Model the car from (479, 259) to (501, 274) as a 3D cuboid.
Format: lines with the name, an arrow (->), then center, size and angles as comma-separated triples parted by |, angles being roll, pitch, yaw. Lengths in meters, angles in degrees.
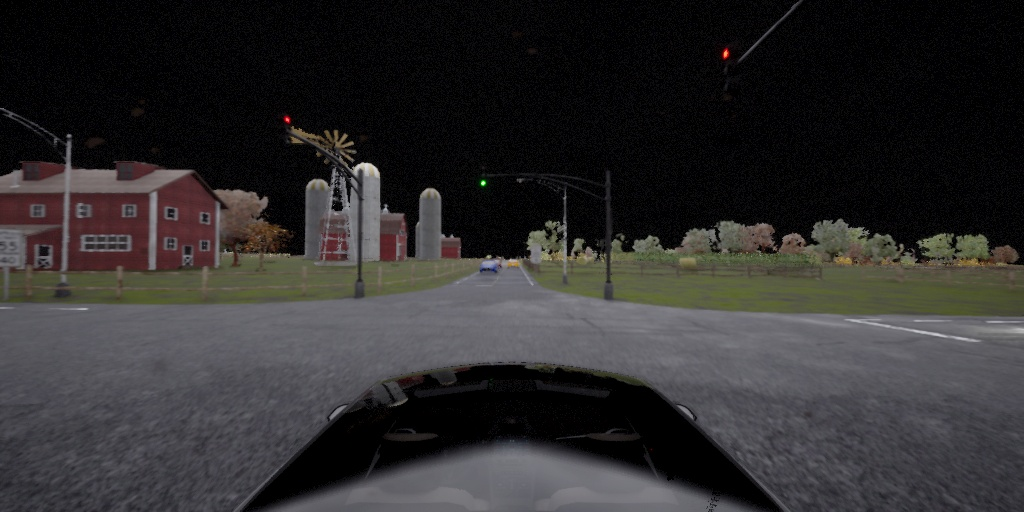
car -> -2.689, 1.241, 41.778 | 1.882, 1.535, 5.008 | 0, 0, 1

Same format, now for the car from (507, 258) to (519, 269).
car -> 0.189, 1.255, 59.404 | 1.882, 1.535, 5.008 | 0, 0, 0
